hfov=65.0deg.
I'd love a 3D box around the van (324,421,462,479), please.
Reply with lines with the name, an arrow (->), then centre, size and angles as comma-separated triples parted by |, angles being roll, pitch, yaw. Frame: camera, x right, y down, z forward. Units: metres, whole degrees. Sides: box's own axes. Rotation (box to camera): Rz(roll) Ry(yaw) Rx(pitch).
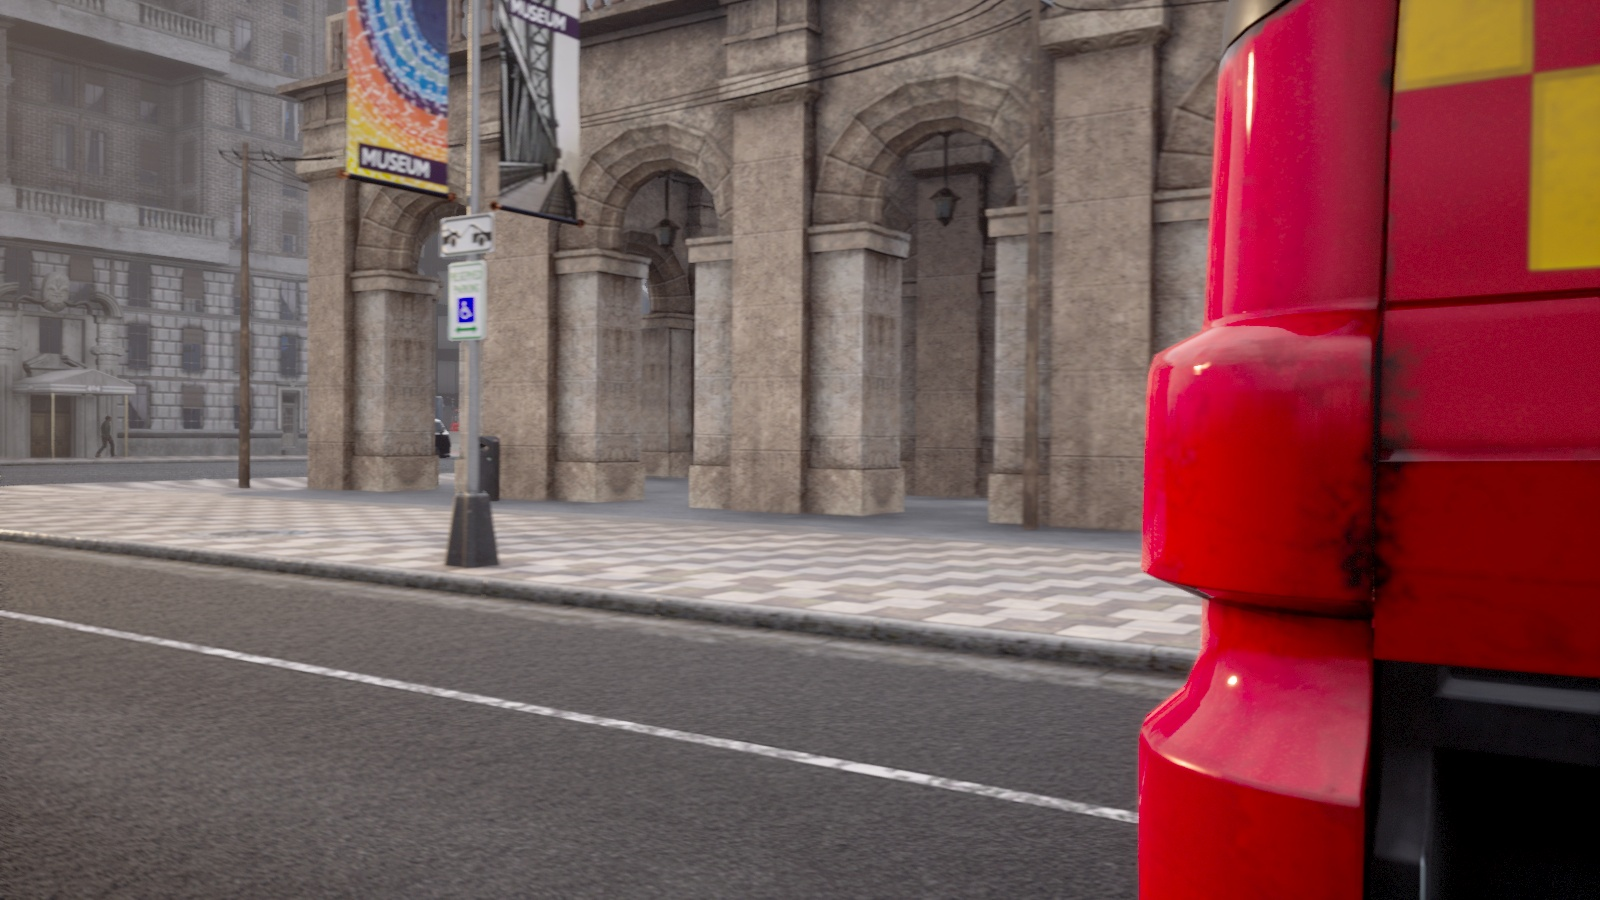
van -> -14.855, -0.039, 46.031 | 2.069, 2.038, 4.480 | 0, 1, 33

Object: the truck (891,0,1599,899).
truck -> 4.457, -0.483, 0.639 | 8.468, 3.827, 2.891 | 0, 1, 34

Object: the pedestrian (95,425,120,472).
pedestrian -> -29.182, -0.070, 52.918 | 0.423, 1.949, 0.788 | 0, 1, 37
